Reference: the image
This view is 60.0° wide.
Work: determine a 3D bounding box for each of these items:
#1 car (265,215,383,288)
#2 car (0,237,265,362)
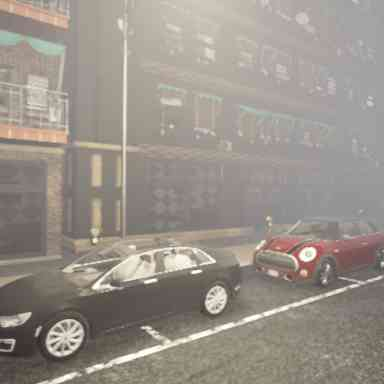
[{"bbox_3d":[3.570,1.398,9.085,4.097,1.590,1.967,0,1,-35],"label":"car"},{"bbox_3d":[-1.049,1.539,5.796,4.403,1.369,2.008,0,1,-35],"label":"car"}]
